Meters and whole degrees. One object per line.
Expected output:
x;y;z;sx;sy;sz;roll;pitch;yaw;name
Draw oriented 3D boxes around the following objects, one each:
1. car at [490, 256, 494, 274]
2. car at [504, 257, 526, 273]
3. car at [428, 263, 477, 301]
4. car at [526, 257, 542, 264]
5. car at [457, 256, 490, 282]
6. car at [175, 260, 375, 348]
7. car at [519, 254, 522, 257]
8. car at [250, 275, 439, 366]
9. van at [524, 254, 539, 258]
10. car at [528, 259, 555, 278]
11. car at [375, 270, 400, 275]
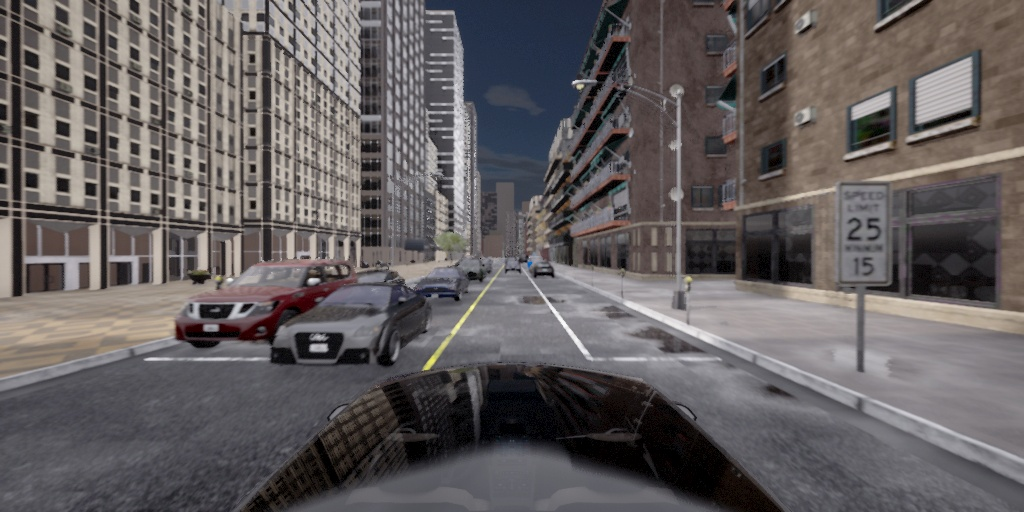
-3.055;1.079;37.689;2.128;1.511;4.902;0;0;0;car
0.104;1.130;39.004;2.033;1.411;5.357;0;0;0;car
-3.103;1.226;17.162;2.033;1.411;5.357;0;0;0;car
2.684;1.116;37.083;1.751;1.417;4.829;0;0;0;car
-3.093;0.984;27.310;2.097;1.767;4.553;0;0;0;car
-5.693;1.029;9.298;2.192;1.841;5.009;0;0;0;car
0.011;0.887;51.040;2.097;1.767;4.553;0;0;0;car
-3.092;1.286;7.777;1.994;1.385;4.181;0;0;1;car
2.683;0.909;42.436;1.690;1.789;3.998;0;0;0;van
2.685;1.180;31.390;1.948;1.339;4.313;0;0;0;car
-5.694;1.255;14.821;1.948;1.339;4.313;0;0;0;car
